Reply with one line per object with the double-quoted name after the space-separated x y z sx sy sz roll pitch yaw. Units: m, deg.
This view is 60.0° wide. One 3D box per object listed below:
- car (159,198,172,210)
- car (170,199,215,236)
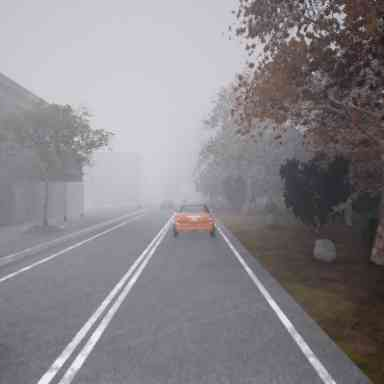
-3.283 1.612 44.861 1.837 1.490 4.892 0 -1 1 "car"
0.103 1.355 18.412 2.097 1.767 4.553 0 0 0 "car"
